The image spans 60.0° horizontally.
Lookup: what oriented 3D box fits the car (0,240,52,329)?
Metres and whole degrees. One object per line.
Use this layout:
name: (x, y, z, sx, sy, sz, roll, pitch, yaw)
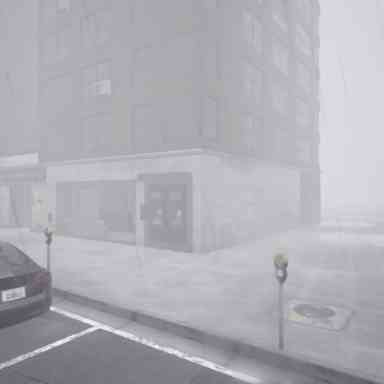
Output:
car: (-4.349, 1.566, 6.188, 4.313, 1.339, 1.947, 0, 0, 36)
